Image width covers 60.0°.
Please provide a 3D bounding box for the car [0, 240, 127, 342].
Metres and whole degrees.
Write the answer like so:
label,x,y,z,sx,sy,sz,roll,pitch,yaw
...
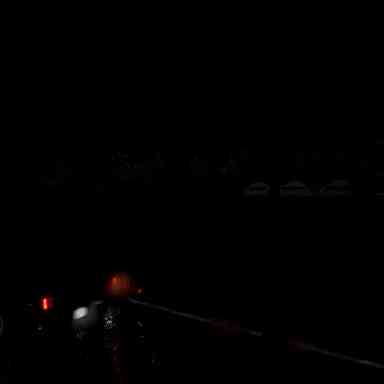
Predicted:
label,x,y,z,sx,sy,sz,roll,pitch,yaw
car,-3.556,1.618,6.527,4.718,1.301,1.895,0,0,35
